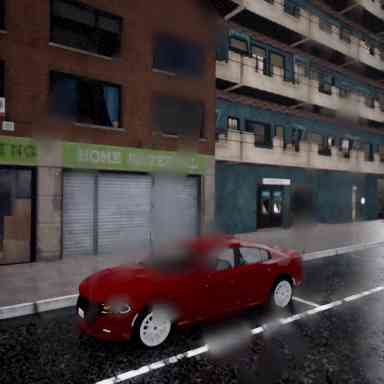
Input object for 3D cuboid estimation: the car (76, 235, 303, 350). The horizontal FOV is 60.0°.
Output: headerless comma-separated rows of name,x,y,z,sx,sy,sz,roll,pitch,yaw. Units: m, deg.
car,0.190,1.545,6.224,4.507,1.381,1.887,0,1,-35
